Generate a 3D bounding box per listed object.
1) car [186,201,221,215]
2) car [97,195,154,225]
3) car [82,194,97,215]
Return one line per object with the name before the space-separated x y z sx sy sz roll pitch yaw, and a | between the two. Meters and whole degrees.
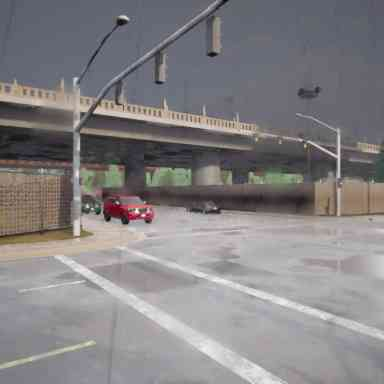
car | 1.185 1.619 35.143 1.994 1.385 4.181 0 0 -36
car | -4.981 1.278 25.374 2.150 2.045 5.566 0 0 -36
car | -11.102 1.274 33.926 2.150 2.045 5.566 0 0 -36
